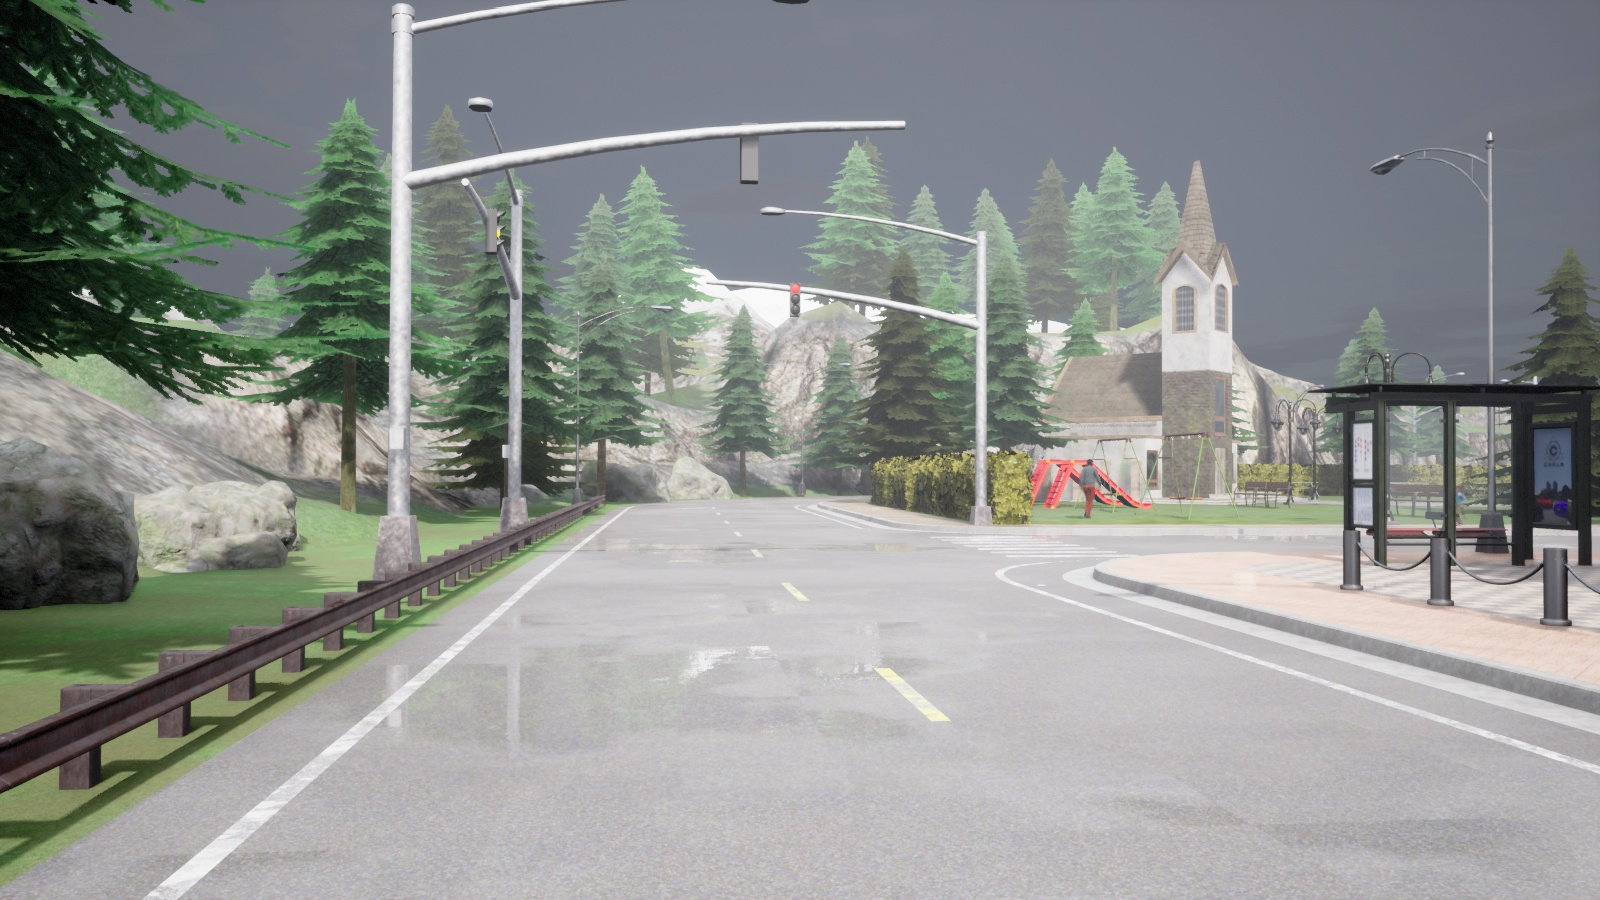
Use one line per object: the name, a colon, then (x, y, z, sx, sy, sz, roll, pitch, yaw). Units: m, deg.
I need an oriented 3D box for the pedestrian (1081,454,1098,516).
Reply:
pedestrian: (8.683, 1.056, 37.637, 0.353, 1.847, 0.614, -1, -1, 26)
